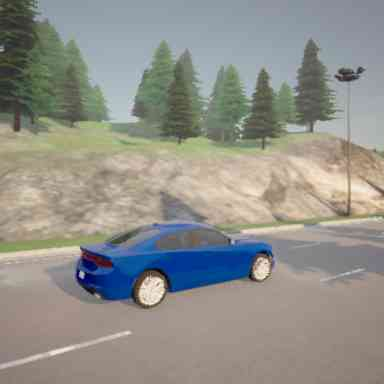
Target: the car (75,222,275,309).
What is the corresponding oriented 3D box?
[{"bbox_3d":[-0.136,1.461,7.946,5.008,1.535,1.882,0,0,-35],"label":"car"}]
